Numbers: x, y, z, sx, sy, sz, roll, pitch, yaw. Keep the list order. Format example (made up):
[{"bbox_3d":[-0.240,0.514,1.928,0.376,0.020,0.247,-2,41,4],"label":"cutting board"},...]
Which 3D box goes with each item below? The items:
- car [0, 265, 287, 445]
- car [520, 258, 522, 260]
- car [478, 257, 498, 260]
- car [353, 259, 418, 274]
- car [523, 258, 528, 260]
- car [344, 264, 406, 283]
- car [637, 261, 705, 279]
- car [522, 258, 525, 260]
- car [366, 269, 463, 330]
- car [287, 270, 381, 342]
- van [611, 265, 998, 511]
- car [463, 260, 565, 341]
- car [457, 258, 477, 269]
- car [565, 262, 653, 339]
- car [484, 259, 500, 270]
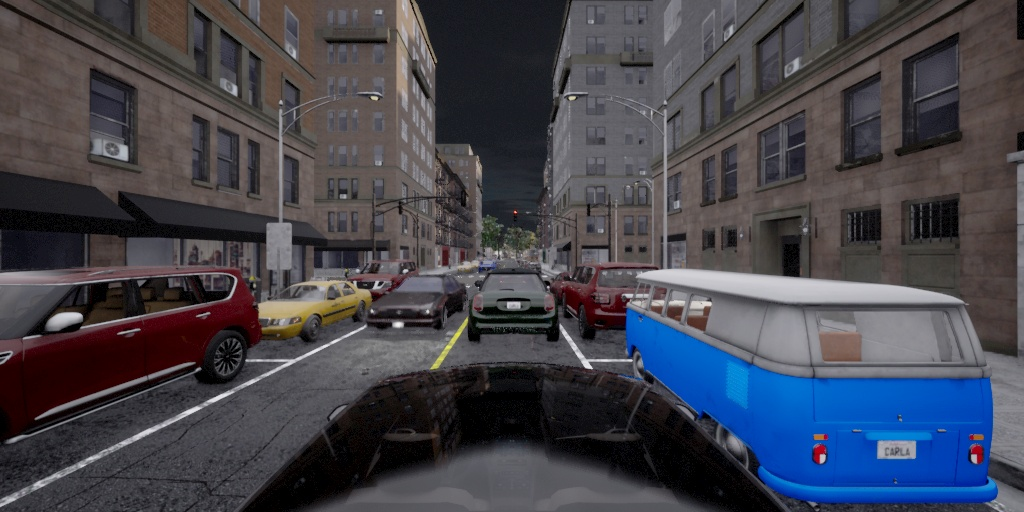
[{"bbox_3d":[-5.402,1.064,4.298,2.192,1.841,5.009,0,0,0],"label":"car"},{"bbox_3d":[2.563,1.297,53.637,2.007,1.370,4.403,0,0,0],"label":"car"},{"bbox_3d":[-2.902,1.224,42.908,1.882,1.535,5.008,0,0,0],"label":"car"},{"bbox_3d":[-5.420,1.063,15.654,2.192,1.841,5.009,0,0,0],"label":"car"},{"bbox_3d":[2.579,1.297,42.673,2.007,1.370,4.403,0,0,0],"label":"car"},{"bbox_3d":[-10.716,1.351,28.290,4.181,1.385,1.994,0,0,-8],"label":"car"},{"bbox_3d":[13.589,1.170,30.834,4.902,1.511,2.128,0,0,0],"label":"car"},{"bbox_3d":[2.571,1.291,48.155,1.888,1.381,4.507,0,0,0],"label":"car"},{"bbox_3d":[-2.655,1.297,11.400,2.033,1.411,5.357,0,0,3],"label":"car"},{"bbox_3d":[-5.411,1.275,9.805,1.751,1.417,4.829,0,0,0],"label":"car"},{"bbox_3d":[2.635,1.091,4.307,1.690,1.789,3.998,0,0,0],"label":"van"},{"bbox_3d":[0.022,1.101,9.992,2.097,1.767,4.553,0,0,0],"label":"car"},{"bbox_3d":[-5.474,1.272,42.492,1.751,1.417,4.829,0,0,0],"label":"car"},{"bbox_3d":[2.626,1.064,9.986,2.192,1.841,5.009,0,0,0],"label":"car"},{"bbox_3d":[-2.915,1.238,52.875,2.128,1.511,4.902,0,0,0],"label":"car"}]
